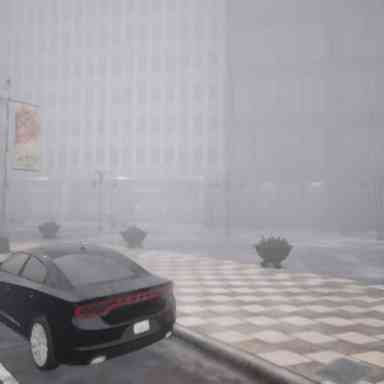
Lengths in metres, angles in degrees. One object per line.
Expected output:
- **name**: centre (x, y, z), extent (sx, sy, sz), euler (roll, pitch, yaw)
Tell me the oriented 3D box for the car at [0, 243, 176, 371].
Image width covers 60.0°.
- **car**: centre (-2.458, 1.694, 6.171), extent (5.008, 1.535, 1.882), euler (-1, -3, 44)
